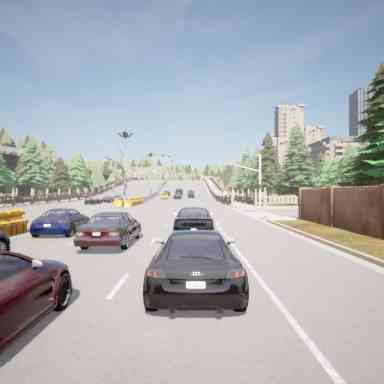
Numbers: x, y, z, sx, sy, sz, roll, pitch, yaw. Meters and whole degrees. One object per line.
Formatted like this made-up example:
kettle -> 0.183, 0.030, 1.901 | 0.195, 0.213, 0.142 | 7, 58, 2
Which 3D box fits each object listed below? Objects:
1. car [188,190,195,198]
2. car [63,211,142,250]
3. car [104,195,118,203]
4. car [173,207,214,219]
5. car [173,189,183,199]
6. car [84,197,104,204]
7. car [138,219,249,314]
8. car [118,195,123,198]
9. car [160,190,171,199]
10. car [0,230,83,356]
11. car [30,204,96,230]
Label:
car -> -0.246, 0.838, 90.037 | 1.837, 1.490, 4.892 | 0, 4, 0
car -> -3.413, 1.547, 14.347 | 2.033, 1.411, 5.357 | 0, 0, 0
car -> -17.605, 1.539, 69.161 | 2.033, 1.411, 5.357 | 0, 0, 0
car -> 0.078, 1.478, 16.706 | 1.882, 1.535, 5.008 | 0, 0, 0
car -> -3.725, 0.903, 86.864 | 2.097, 1.767, 4.553 | 0, 3, 0
car -> -17.651, 1.601, 59.287 | 1.895, 1.301, 4.718 | 0, 0, 0
car -> 0.086, 1.564, 7.716 | 1.994, 1.385, 4.181 | 0, 0, 1
car -> -17.671, 1.402, 79.108 | 1.812, 1.442, 4.674 | 0, 1, 0
car -> -7.225, 1.024, 86.877 | 1.882, 1.535, 5.008 | 0, 3, 0
car -> -3.412, 1.564, 5.106 | 1.994, 1.385, 4.181 | 0, 0, 0
car -> -6.925, 1.564, 17.905 | 1.994, 1.385, 4.181 | 0, 0, 0
